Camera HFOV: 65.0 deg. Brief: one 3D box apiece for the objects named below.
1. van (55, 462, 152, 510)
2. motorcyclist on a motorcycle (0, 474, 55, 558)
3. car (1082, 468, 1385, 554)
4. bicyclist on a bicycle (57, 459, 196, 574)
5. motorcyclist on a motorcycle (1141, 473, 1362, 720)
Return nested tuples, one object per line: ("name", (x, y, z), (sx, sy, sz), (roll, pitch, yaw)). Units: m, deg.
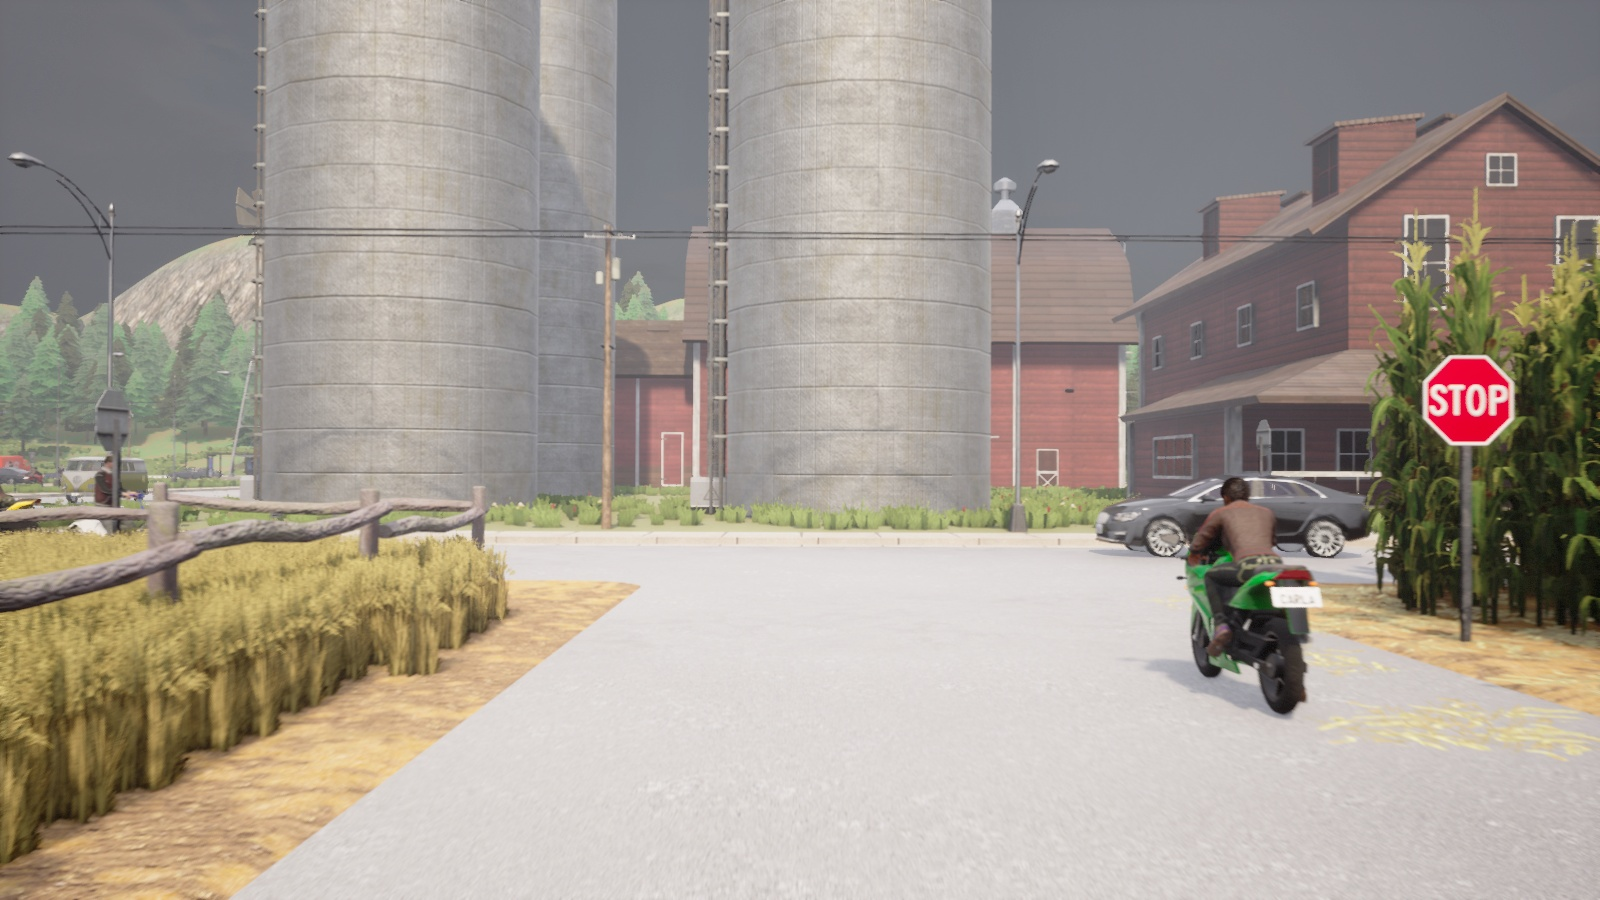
("van", (-29.802, 1.520, 53.887), (1.775, 1.987, 4.442), (0, -1, -1))
("motorcyclist on a motorcycle", (-15.100, 1.221, 23.328), (2.044, 1.523, 0.797), (0, -1, 0))
("car", (7.965, 1.104, 23.439), (4.902, 1.511, 2.128), (0, -1, 0))
("bicyclist on a bicycle", (-10.640, 1.038, 19.861), (1.843, 1.776, 0.659), (0, -1, 0))
("motorcyclist on a motorcycle", (3.079, 0.925, 8.815), (0.797, 1.523, 2.044), (0, -1, 0))
